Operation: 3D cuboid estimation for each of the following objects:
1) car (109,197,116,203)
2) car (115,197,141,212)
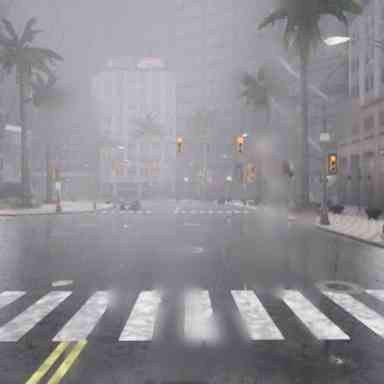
[{"bbox_3d":[-14.346,1.595,65.082,1.895,1.301,4.718,0,0,-43],"label":"car"},{"bbox_3d":[-7.100,1.494,38.882,2.128,1.511,4.902,0,0,0],"label":"car"}]
